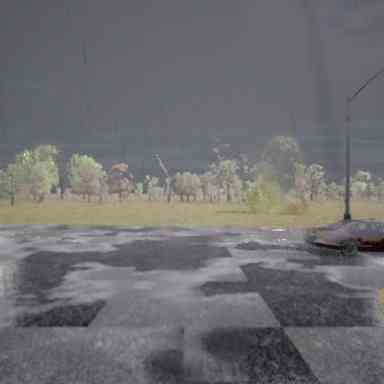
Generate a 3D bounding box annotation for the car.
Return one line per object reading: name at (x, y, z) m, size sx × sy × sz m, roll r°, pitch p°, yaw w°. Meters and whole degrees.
car at (7.545, 1.876, 13.983) m, size 5.357 × 1.411 × 2.033 m, roll 1°, pitch 0°, yaw 1°
